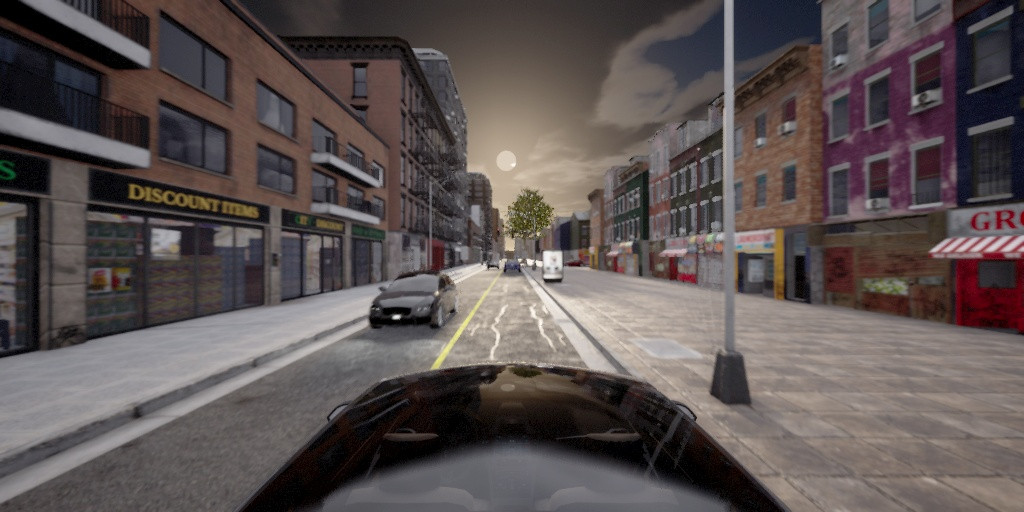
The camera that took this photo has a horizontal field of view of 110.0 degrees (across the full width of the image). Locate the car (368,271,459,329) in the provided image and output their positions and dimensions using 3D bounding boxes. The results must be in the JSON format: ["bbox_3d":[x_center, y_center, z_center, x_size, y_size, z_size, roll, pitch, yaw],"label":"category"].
[{"bbox_3d":[-2.852,1.251,11.281,1.837,1.490,4.892,0,0,0],"label":"car"}]

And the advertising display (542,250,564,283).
[{"bbox_3d":[3.001,0.767,26.386,1.540,2.440,0.280,0,0,0],"label":"advertising display"}]

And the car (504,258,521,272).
[{"bbox_3d":[0.054,1.090,44.932,2.097,1.767,4.553,0,0,0],"label":"car"}]

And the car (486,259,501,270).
[{"bbox_3d":[-2.769,1.237,53.979,1.837,1.490,4.892,0,0,0],"label":"car"}]

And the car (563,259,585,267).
[{"bbox_3d":[10.898,1.252,64.360,4.097,1.591,1.967,0,0,0],"label":"car"}]
